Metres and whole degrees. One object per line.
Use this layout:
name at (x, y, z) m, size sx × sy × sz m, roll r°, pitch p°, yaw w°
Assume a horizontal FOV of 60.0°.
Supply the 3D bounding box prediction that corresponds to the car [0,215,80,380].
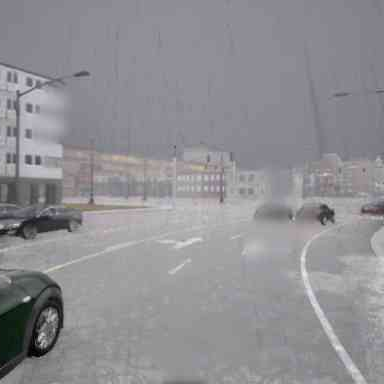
car at (-3.077, 1.314, 3.192) m, size 2.097 × 1.767 × 4.553 m, roll 1°, pitch 0°, yaw 4°

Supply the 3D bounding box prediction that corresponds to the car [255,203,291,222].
car at (6.791, 1.599, 27.302) m, size 1.994 × 1.385 × 4.181 m, roll 1°, pitch 0°, yaw 36°

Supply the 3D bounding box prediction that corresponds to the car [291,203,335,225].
car at (9.284, 1.570, 24.768) m, size 1.837 × 1.490 × 4.892 m, roll 1°, pitch 0°, yaw 35°

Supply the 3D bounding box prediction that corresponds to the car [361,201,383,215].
car at (20.413, 1.718, 35.744) m, size 4.181 × 1.385 × 1.994 m, roll 0°, pitch 0°, yaw -15°

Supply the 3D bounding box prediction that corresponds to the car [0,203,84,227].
car at (-7.430, 1.391, 16.365) m, size 2.128 × 1.511 × 4.902 m, roll 1°, pitch 0°, yaw 20°
